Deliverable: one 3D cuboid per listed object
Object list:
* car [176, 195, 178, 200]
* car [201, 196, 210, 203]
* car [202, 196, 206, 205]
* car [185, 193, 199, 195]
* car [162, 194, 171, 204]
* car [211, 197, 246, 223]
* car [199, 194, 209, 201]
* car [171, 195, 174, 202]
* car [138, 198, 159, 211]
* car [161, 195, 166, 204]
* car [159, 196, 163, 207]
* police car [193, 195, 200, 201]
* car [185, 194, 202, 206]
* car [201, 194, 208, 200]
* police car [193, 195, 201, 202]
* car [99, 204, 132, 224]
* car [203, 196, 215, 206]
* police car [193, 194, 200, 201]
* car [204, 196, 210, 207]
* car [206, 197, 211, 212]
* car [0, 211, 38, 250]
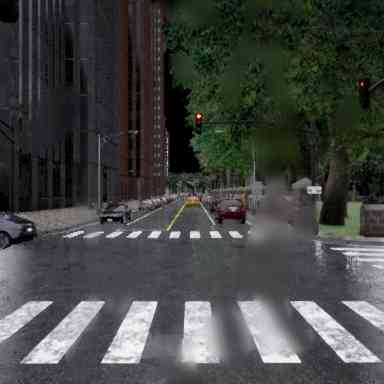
[{"bbox_3d":[-5.479,1.533,90.718,1.967,1.590,4.097,0,0,0],"label":"car"},{"bbox_3d":[2.995,1.593,74.495,1.752,1.417,4.829,0,0,0],"label":"car"},{"bbox_3d":[2.909,1.585,47.042,2.008,1.369,4.403,0,0,0],"label":"car"},{"bbox_3d":[0.204,1.277,65.377,2.150,2.045,5.566,0,0,0],"label":"car"},{"bbox_3d":[-5.565,1.635,63.433,1.802,1.307,4.206,0,0,0],"label":"car"},{"bbox_3d":[2.841,1.326,25.217,2.192,1.841,5.009,0,0,0],"label":"car"},{"bbox_3d":[3.029,1.400,85.238,2.192,1.841,5.009,0,0,0],"label":"car"},{"bbox_3d":[-5.547,1.375,68.890,2.192,1.841,5.009,0,0,0],"label":"car"},{"bbox_3d":[-5.633,1.579,41.605,2.008,1.369,4.403,0,0,0],"label":"car"},{"bbox_3d":[-5.599,1.623,52.519,1.802,1.307,4.206,0,0,0],"label":"car"},{"bbox_3d":[-5.616,1.616,47.062,1.802,1.307,4.206,0,0,0],"label":"car"},{"bbox_3d":[1.151,1.511,85.988,1.930,1.638,5.238,0,0,0],"label":"police car"},{"bbox_3d":[0.223,1.521,55.251,1.882,1.535,5.008,0,0,0],"label":"car"},{"bbox_3d":[2.926,1.481,52.499,1.967,1.590,4.097,0,0,0],"label":"car"},{"bbox_3d":[1.138,1.495,75.988,1.930,1.638,5.238,0,0,0],"label":"police car"},{"bbox_3d":[-5.685,1.576,25.234,1.947,1.339,4.313,0,0,0],"label":"car"},{"bbox_3d":[2.943,1.487,57.956,1.967,1.590,4.097,0,0,0],"label":"car"},{"bbox_3d":[1.188,1.521,91.988,1.930,1.638,5.238,0,0,0],"label":"police car"},{"bbox_3d":[2.892,1.579,41.586,2.008,1.369,4.403,0,0,0],"label":"car"},{"bbox_3d":[2.875,1.588,36.129,1.947,1.339,4.313,0,0,0],"label":"car"},{"bbox_3d":[-8.466,1.436,13.264,4.181,1.385,1.994,1,0,0],"label":"car"}]
